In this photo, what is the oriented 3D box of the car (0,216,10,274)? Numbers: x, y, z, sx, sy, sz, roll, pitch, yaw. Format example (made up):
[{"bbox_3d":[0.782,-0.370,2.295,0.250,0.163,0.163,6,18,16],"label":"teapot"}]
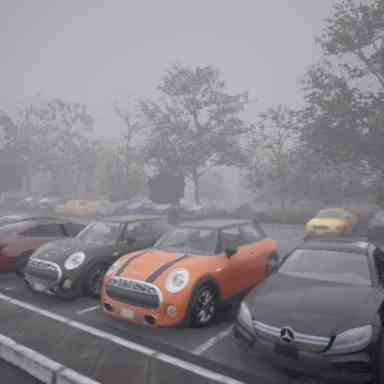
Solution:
[{"bbox_3d":[-4.295,1.619,10.695,2.163,1.488,4.792,0,0,36],"label":"car"}]

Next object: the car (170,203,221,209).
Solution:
[{"bbox_3d":[1.050,1.579,22.928,2.231,1.521,4.892,1,0,36],"label":"car"}]

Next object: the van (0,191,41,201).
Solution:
[{"bbox_3d":[-19.359,0.869,37.541,1.878,1.987,4.442,2,2,36],"label":"van"}]

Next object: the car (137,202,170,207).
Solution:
[{"bbox_3d":[-1.314,1.561,24.639,2.097,1.535,5.008,1,0,36],"label":"car"}]

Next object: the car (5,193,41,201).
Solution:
[{"bbox_3d":[-17.124,1.212,36.084,2.002,1.452,4.674,2,1,36],"label":"car"}]

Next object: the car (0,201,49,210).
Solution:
[{"bbox_3d":[-8.847,1.440,13.913,2.185,1.767,4.553,0,0,36],"label":"car"}]

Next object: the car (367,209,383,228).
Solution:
[{"bbox_3d":[9.990,1.558,16.476,2.097,1.535,5.008,-1,0,36],"label":"car"}]

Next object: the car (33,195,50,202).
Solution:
[{"bbox_3d":[-12.494,1.364,32.768,2.163,1.488,4.792,2,1,36],"label":"car"}]

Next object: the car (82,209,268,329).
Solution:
[{"bbox_3d":[0.218,1.453,7.433,2.185,1.767,4.553,-1,0,36],"label":"car"}]

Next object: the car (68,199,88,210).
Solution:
[{"bbox_3d":[-7.875,1.454,29.620,1.946,1.575,5.366,2,1,36],"label":"car"}]

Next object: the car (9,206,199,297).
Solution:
[{"bbox_3d":[-2.035,1.464,9.063,2.185,1.767,4.553,0,0,36],"label":"car"}]

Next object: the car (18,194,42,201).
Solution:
[{"bbox_3d":[-14.869,1.295,34.453,2.002,1.452,4.674,2,1,36],"label":"car"}]

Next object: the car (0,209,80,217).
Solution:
[{"bbox_3d":[-6.588,1.611,12.281,2.163,1.488,4.792,0,0,36],"label":"car"}]

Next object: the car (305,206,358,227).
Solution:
[{"bbox_3d":[7.618,1.573,17.956,1.946,1.575,5.366,0,0,36],"label":"car"}]

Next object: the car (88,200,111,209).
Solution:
[{"bbox_3d":[-5.850,1.531,27.890,2.163,1.488,4.792,1,1,36],"label":"car"}]

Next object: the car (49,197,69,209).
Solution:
[{"bbox_3d":[-10.140,1.397,31.258,1.946,1.575,5.366,2,1,36],"label":"car"}]

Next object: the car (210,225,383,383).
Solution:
[{"bbox_3d":[2.460,1.600,5.776,2.002,1.452,4.674,-1,0,36],"label":"car"}]

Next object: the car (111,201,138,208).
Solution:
[{"bbox_3d":[-3.574,1.535,26.274,2.097,1.535,5.008,1,0,36],"label":"car"}]
